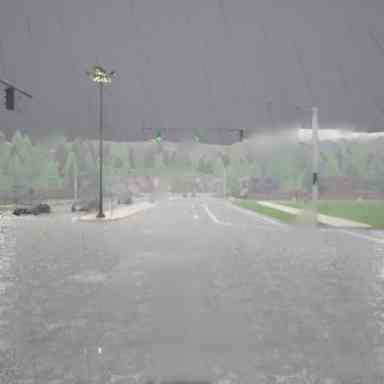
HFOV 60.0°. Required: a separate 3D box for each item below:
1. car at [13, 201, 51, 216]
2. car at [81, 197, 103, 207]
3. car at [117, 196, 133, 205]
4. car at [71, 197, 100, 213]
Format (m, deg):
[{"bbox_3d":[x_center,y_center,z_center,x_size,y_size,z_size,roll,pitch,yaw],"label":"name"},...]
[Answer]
[{"bbox_3d":[-14.967,1.523,31.387,1.994,1.385,4.181,0,0,0],"label":"car"},{"bbox_3d":[-14.844,1.471,49.405,1.812,1.442,4.674,0,0,1],"label":"car"},{"bbox_3d":[-11.276,1.439,56.170,2.128,1.511,4.902,0,0,0],"label":"car"},{"bbox_3d":[-11.440,1.452,35.822,2.128,1.511,4.902,0,0,0],"label":"car"}]
